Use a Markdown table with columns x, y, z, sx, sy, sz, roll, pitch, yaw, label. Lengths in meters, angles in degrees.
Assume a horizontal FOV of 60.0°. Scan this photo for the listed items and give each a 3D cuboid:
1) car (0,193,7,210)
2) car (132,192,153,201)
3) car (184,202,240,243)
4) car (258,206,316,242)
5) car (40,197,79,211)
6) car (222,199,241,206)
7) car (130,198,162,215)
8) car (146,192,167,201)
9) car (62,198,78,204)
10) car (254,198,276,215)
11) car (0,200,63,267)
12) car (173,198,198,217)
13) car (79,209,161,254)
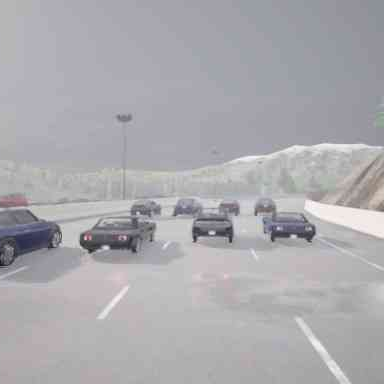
| x | y | z | sx | sy | sz | roll | pitch | yaw | label |
| --- | --- | --- | --- | --- | --- | --- | --- | --- | --- |
| -24.080 | 1.156 | 37.944 | 2.150 | 2.045 | 5.566 | 0 | 0 | 12 | car |
| -11.464 | 1.056 | 77.567 | 2.150 | 2.045 | 5.566 | 0 | 0 | 23 | car |
| 1.073 | 1.489 | 16.263 | 2.128 | 1.511 | 4.902 | 0 | 0 | 6 | car |
| 4.586 | 1.607 | 16.436 | 1.895 | 1.301 | 4.718 | 0 | 0 | 6 | car |
| -16.236 | 1.429 | 41.028 | 1.882 | 1.535 | 5.008 | 0 | 0 | 13 | car |
| 3.926 | 1.477 | 34.177 | 1.882 | 1.535 | 5.008 | 0 | 0 | 12 | car |
| -4.048 | 1.487 | 29.899 | 1.837 | 1.490 | 4.892 | 0 | 0 | 10 | car |
| -8.107 | 1.042 | 76.503 | 2.150 | 2.045 | 5.566 | 0 | 0 | 23 | car |
| -13.281 | 1.463 | 38.234 | 1.837 | 1.490 | 4.892 | 0 | 0 | 13 | car |
| 7.407 | 1.359 | 33.668 | 2.097 | 1.767 | 4.553 | 0 | 0 | 12 | car |
| -6.367 | 1.334 | 11.516 | 2.097 | 1.767 | 4.553 | 0 | 0 | 4 | car |
| -0.283 | 1.342 | 30.954 | 2.097 | 1.767 | 4.553 | 0 | 0 | 11 | car |
| -2.725 | 1.591 | 13.458 | 1.895 | 1.301 | 4.718 | 0 | 0 | 5 | car |
